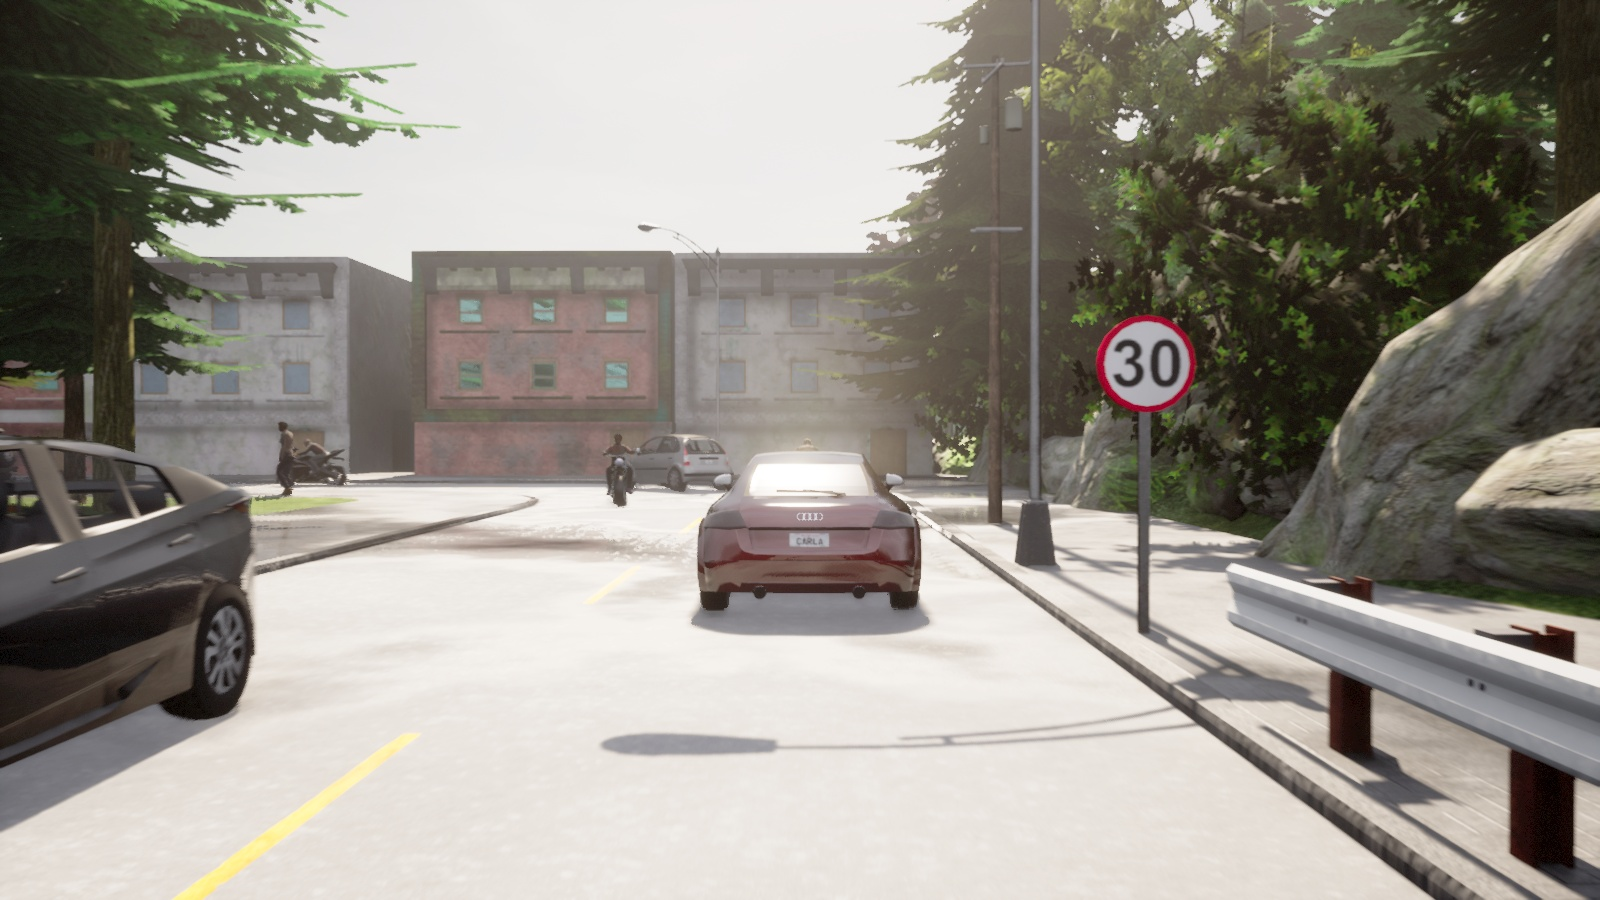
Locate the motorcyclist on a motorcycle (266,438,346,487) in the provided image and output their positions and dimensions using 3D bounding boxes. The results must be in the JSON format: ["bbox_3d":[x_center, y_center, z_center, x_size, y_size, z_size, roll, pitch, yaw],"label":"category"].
[{"bbox_3d":[-15.570,0.388,39.630,2.191,1.530,0.866,0,1,0],"label":"motorcyclist on a motorcycle"}]

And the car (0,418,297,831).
[{"bbox_3d":[-3.956,0.641,5.087,2.007,1.525,4.514,0,0,0],"label":"car"}]

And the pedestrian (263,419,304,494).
[{"bbox_3d":[-12.438,0.155,30.243,0.869,1.805,0.328,0,1,3],"label":"pedestrian"}]

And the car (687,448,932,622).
[{"bbox_3d":[0.084,0.691,12.322,1.994,1.385,4.181,0,1,0],"label":"car"}]

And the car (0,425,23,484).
[{"bbox_3d":[-27.090,0.139,39.717,3.866,1.878,1.905,0,1,1],"label":"car"}]

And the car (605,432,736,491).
[{"bbox_3d":[-3.797,0.294,36.428,1.851,1.617,3.988,0,1,-40],"label":"car"}]

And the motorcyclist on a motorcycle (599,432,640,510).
[{"bbox_3d":[-4.030,0.425,27.936,0.766,1.649,2.350,-1,1,-11],"label":"motorcyclist on a motorcycle"}]
